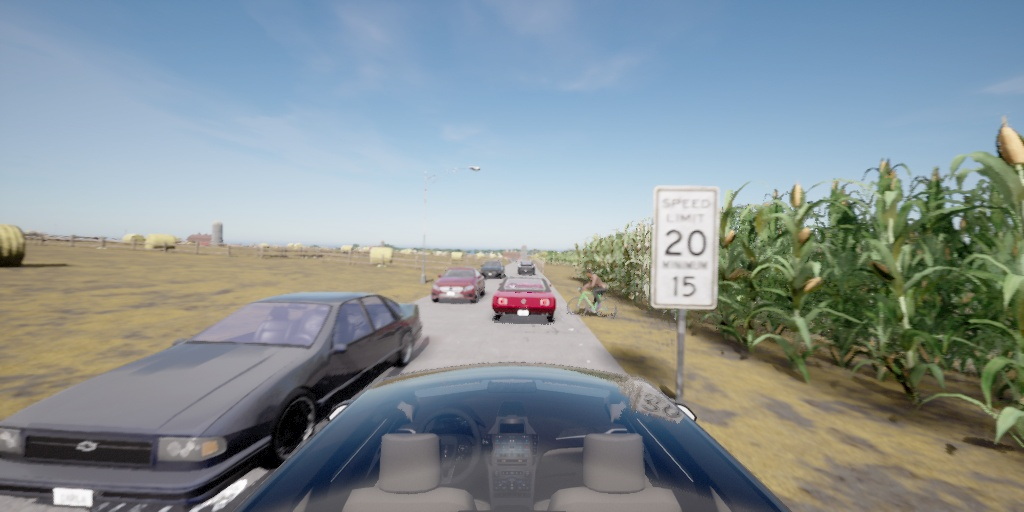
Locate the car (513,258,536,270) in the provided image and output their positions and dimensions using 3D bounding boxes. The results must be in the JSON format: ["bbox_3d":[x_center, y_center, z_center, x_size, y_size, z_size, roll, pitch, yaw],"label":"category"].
[{"bbox_3d":[1.570,1.283,38.898,2.128,1.511,4.902,1,0,3],"label":"car"}]

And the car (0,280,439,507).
[{"bbox_3d":[-2.810,1.239,5.076,2.033,1.411,5.357,1,0,3],"label":"car"}]

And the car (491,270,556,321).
[{"bbox_3d":[0.442,1.350,12.540,1.895,1.301,4.718,1,0,3],"label":"car"}]

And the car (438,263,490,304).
[{"bbox_3d":[-2.293,1.219,16.338,1.812,1.442,4.674,1,0,2],"label":"car"}]

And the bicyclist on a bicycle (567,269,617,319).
[{"bbox_3d":[2.697,1.284,11.980,1.656,1.620,0.582,4,0,2],"label":"bicyclist on a bicycle"}]

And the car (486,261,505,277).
[{"bbox_3d":[-1.647,1.192,31.356,1.882,1.535,5.008,1,0,3],"label":"car"}]
